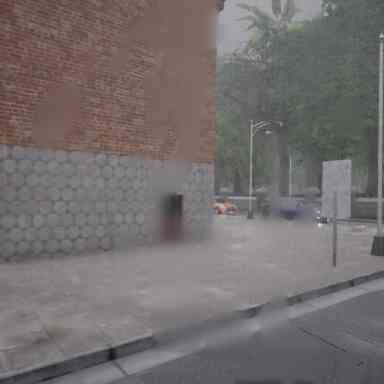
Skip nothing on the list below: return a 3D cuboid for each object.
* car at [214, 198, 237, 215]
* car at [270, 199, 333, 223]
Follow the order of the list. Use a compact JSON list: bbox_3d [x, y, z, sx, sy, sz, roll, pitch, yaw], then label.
[{"bbox_3d":[2.338,1.339,32.489,2.097,1.767,4.553,2,-1,-36],"label":"car"},{"bbox_3d":[8.027,1.343,24.553,2.097,1.767,4.553,2,-1,-35],"label":"car"}]
